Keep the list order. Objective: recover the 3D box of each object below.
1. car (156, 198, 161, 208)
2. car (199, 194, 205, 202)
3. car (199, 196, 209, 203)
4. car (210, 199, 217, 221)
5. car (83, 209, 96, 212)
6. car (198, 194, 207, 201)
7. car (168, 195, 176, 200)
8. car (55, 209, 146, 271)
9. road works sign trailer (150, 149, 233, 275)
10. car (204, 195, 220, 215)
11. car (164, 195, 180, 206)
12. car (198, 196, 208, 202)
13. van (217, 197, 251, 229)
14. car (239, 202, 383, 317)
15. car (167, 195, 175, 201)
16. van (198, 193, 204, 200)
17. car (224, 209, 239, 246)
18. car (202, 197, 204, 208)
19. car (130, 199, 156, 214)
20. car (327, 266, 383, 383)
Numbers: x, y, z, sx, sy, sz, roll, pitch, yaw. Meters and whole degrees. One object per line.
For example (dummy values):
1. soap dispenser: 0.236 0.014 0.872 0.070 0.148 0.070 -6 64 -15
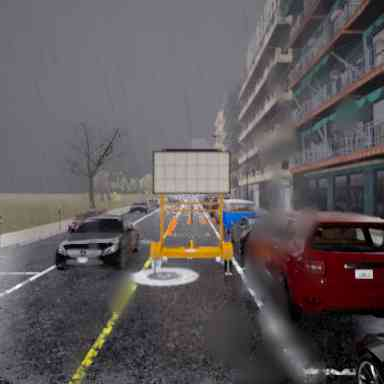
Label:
1. car: -5.356 1.568 46.433 1.802 1.307 4.206 1 0 0
2. car: 2.527 1.301 46.988 2.192 1.841 5.009 1 0 0
3. car: 2.500 1.508 69.802 1.752 1.417 4.829 1 0 0
4. car: 2.549 1.518 24.514 1.752 1.417 4.829 1 0 0
5. car: -5.325 1.576 18.163 1.802 1.307 4.206 1 0 0
6. car: 2.489 1.422 80.954 1.967 1.590 4.097 1 0 0
7. car: -5.405 1.532 91.665 2.008 1.369 4.403 1 0 0
8. car: -2.861 1.522 11.034 1.812 1.442 4.674 0 0 0
9. road works sign trailer: -0.010 0.461 10.404 2.380 3.560 2.880 0 0 0
10. car: 2.545 1.306 30.005 2.192 1.841 5.009 1 0 0
11. car: -2.897 1.586 52.757 1.895 1.301 4.718 0 0 0
12. car: 2.494 1.533 75.292 2.008 1.369 4.403 1 0 0
13. van: 2.557 1.335 18.682 1.690 1.788 3.998 1 0 0
14. car: 2.570 1.313 7.360 2.192 1.841 5.009 1 0 0
15. car: -5.398 1.532 86.011 2.008 1.369 4.403 1 0 0
16. van: 2.477 1.322 92.276 1.690 1.788 3.998 1 0 0
17. car: 2.561 1.562 13.021 1.947 1.339 4.313 1 0 0
18. car: 2.530 1.570 41.327 1.802 1.307 4.206 1 0 0
19. car: -5.343 1.555 35.125 1.947 1.339 4.313 1 0 0
20. car: 2.573 1.565 1.699 1.947 1.339 4.313 1 0 0
